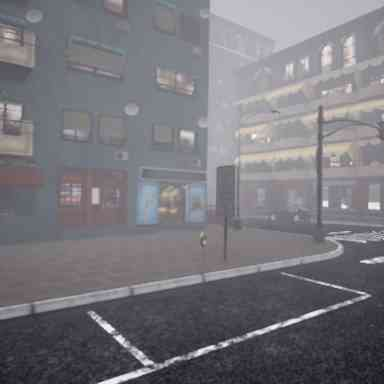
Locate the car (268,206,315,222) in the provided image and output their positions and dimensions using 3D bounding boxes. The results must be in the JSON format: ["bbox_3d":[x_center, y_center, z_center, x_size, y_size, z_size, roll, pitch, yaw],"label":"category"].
[{"bbox_3d":[8.925,1.967,30.142,2.008,1.369,4.403,1,-1,-36],"label":"car"}]

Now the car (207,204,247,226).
[{"bbox_3d":[2.327,1.684,25.382,1.967,1.590,4.097,1,-1,-36],"label":"car"}]
